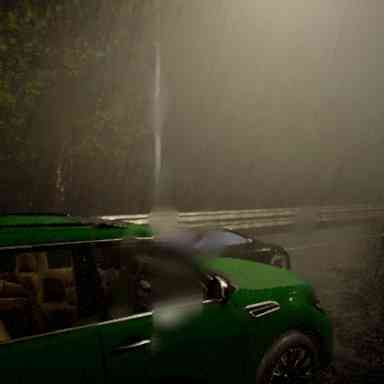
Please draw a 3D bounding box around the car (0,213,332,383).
[{"bbox_3d":[-1.092,1.222,2.977,5.566,2.045,2.150,0,0,-36],"label":"car"}]

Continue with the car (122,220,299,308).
[{"bbox_3d":[0.586,1.567,8.493,4.181,1.385,1.994,0,0,-36],"label":"car"}]
